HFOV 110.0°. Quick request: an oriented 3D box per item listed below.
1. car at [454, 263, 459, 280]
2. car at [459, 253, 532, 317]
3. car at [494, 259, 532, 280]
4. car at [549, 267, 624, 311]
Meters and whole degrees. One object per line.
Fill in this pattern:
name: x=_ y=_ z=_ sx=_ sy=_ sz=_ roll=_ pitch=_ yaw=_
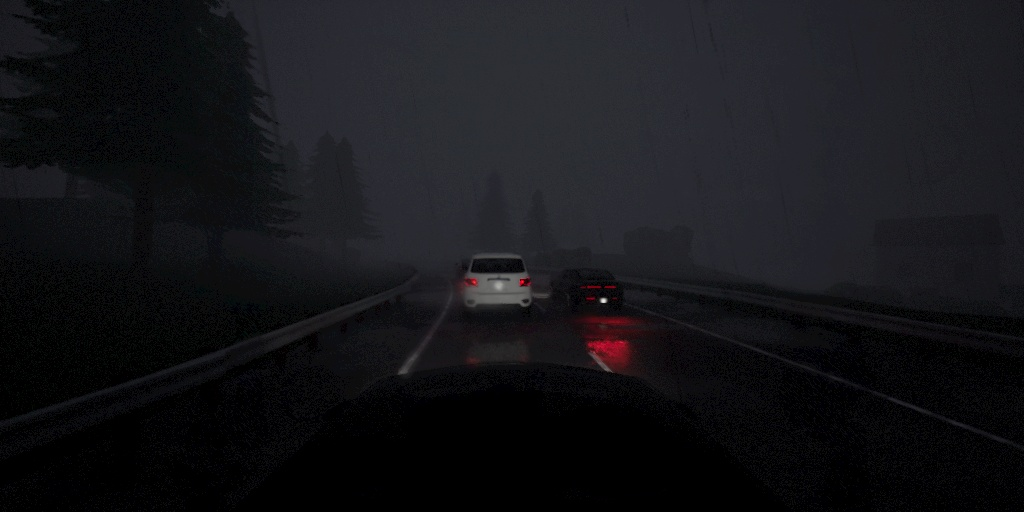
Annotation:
car: x=-3.492 y=0.947 z=29.118 sx=2.097 sy=1.767 sz=4.553 roll=0 pitch=0 yaw=-13
car: x=-0.645 y=0.906 z=13.023 sx=2.150 sy=2.045 sz=5.566 roll=0 pitch=0 yaw=-6
car: x=-0.034 y=1.072 z=29.755 sx=2.128 sy=1.511 sz=4.902 roll=0 pitch=0 yaw=-13
car: x=2.733 y=1.173 z=14.038 sx=1.837 sy=1.490 sz=4.892 roll=0 pitch=1 yaw=-6
